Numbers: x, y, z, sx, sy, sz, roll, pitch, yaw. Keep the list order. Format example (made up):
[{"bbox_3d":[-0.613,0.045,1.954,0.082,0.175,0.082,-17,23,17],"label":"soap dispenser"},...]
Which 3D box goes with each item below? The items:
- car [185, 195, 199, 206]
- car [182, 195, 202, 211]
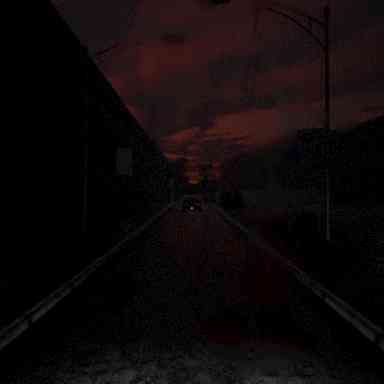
[{"bbox_3d":[0.009,1.122,46.726,1.812,1.442,4.674,0,0,1],"label":"car"},{"bbox_3d":[-0.014,1.239,33.858,1.895,1.301,4.718,0,1,0],"label":"car"}]
